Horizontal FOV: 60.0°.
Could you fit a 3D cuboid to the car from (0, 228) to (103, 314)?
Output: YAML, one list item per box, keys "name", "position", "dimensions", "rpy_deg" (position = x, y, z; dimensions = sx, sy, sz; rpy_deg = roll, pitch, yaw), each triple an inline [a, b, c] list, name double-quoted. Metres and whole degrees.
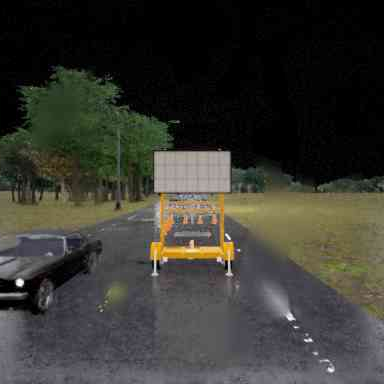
- name: "car"
  position: [-3.590, 1.589, 7.687]
  dimensions: [1.895, 1.301, 4.718]
  rpy_deg: [0, 0, 0]

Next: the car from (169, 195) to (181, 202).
- name: "car"
  position: [-3.105, 1.295, 61.650]
  dimensions: [1.994, 1.385, 4.181]
  rpy_deg: [0, 1, 1]

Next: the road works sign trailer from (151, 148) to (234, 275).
- name: "road works sign trailer"
  position: [0.010, 0.445, 10.314]
  dimensions: [2.380, 3.560, 2.880]
  rpy_deg: [0, 0, 0]
